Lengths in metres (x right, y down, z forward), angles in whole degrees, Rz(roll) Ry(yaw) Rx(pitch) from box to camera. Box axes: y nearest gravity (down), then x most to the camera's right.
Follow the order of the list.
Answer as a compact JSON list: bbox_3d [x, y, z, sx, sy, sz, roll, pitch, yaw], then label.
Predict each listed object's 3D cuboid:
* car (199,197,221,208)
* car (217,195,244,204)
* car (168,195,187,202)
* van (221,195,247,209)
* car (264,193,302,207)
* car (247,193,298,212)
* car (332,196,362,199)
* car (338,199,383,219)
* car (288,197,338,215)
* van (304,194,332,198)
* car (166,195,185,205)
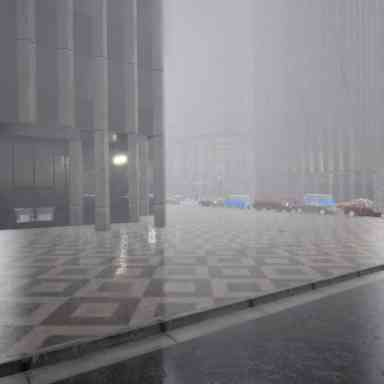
[{"bbox_3d":[2.755,1.369,46.903,1.967,1.590,4.097,-1,1,-35],"label":"car"},{"bbox_3d":[6.403,1.294,56.485,1.752,1.417,4.829,-1,1,-35],"label":"car"},{"bbox_3d":[-3.121,1.254,69.842,2.008,1.369,4.403,-1,1,-35],"label":"car"},{"bbox_3d":[5.963,1.292,42.405,1.690,1.788,3.998,-1,1,-35],"label":"van"},{"bbox_3d":[12.915,1.128,47.348,2.192,1.841,5.009,-1,1,-35],"label":"car"},{"bbox_3d":[9.173,1.288,37.907,2.192,1.841,5.009,-1,1,-35],"label":"car"},{"bbox_3d":[19.234,1.383,38.492,1.752,1.417,4.829,-1,1,-35],"label":"car"},{"bbox_3d":[15.594,1.565,28.915,1.887,1.381,4.507,-1,1,-35],"label":"car"},{"bbox_3d":[12.384,1.547,33.412,2.008,1.369,4.403,-1,1,-35],"label":"car"},{"bbox_3d":[16.124,1.176,42.850,1.690,1.788,3.998,-1,1,-35],"label":"van"},{"bbox_3d":[-3.664,1.436,55.899,2.008,1.369,4.403,-1,1,-35],"label":"car"}]
